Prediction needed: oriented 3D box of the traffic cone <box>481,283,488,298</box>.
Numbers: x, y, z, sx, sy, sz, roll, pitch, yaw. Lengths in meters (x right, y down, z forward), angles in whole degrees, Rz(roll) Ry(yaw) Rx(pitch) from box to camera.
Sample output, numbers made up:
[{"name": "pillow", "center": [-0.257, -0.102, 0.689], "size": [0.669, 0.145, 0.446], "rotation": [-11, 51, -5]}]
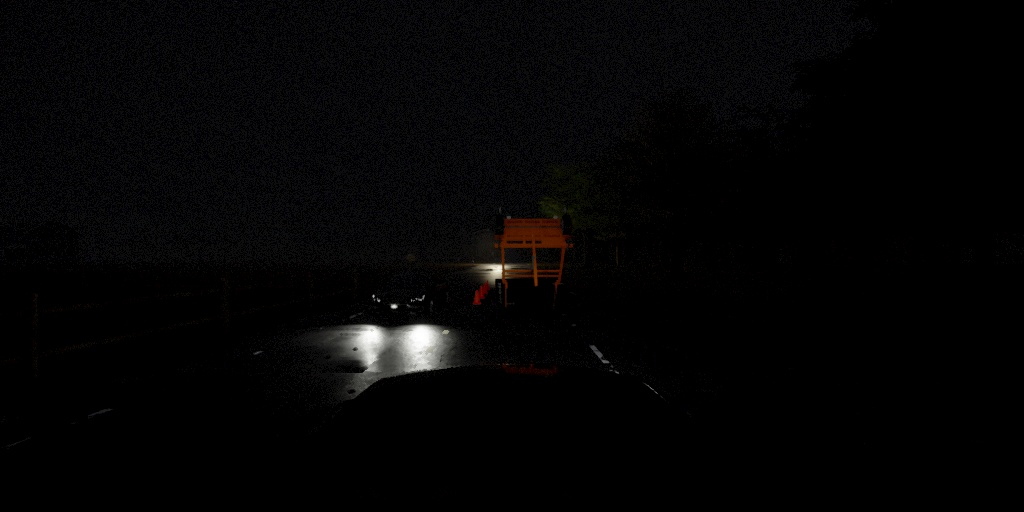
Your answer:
[{"name": "traffic cone", "center": [-1.449, 1.692, 16.895], "size": [0.340, 0.580, 0.340], "rotation": [0, 0, 0]}]

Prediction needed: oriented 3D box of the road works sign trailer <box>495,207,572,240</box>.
[{"name": "road works sign trailer", "center": [0.635, -2.366, 10.103], "size": [2.380, 3.560, 2.880], "rotation": [0, 0, 0]}]

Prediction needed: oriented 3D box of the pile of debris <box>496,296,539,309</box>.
[{"name": "pile of debris", "center": [0.031, 1.904, 14.898], "size": [1.860, 0.140, 1.500], "rotation": [0, 0, 0]}]

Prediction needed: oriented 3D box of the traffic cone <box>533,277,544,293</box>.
[{"name": "traffic cone", "center": [1.557, 1.688, 20.888], "size": [0.340, 0.580, 0.340], "rotation": [0, 0, 0]}]

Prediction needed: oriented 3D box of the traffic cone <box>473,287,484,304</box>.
[{"name": "traffic cone", "center": [-1.453, 1.694, 14.895], "size": [0.340, 0.580, 0.340], "rotation": [0, 0, 0]}]

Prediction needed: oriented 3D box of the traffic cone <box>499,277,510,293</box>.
[{"name": "traffic cone", "center": [-0.441, 1.688, 20.893], "size": [0.340, 0.580, 0.340], "rotation": [0, 0, 0]}]

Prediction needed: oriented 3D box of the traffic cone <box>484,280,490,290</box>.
[{"name": "traffic cone", "center": [-1.445, 1.690, 18.895], "size": [0.340, 0.580, 0.340], "rotation": [0, 0, 0]}]

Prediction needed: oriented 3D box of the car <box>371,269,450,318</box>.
[{"name": "car", "center": [-3.471, 1.246, 13.009], "size": [1.837, 1.490, 4.892], "rotation": [0, 0, 0]}]

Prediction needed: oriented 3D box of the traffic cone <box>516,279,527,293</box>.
[{"name": "traffic cone", "center": [0.558, 1.688, 20.890], "size": [0.340, 0.580, 0.340], "rotation": [0, 0, 0]}]
